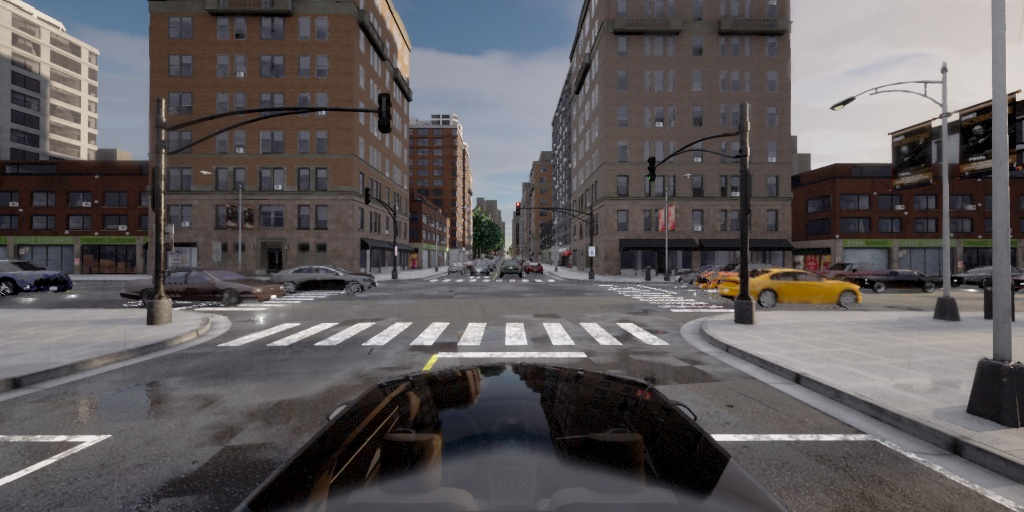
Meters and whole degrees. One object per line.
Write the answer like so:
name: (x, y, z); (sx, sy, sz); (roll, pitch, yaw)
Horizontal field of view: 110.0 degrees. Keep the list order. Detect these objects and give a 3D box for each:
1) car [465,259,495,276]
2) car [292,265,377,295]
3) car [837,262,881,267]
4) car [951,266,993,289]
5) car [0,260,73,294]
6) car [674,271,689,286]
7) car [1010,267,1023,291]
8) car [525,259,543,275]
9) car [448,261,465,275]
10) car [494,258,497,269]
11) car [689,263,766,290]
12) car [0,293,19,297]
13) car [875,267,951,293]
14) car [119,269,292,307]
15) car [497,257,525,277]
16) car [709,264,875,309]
car: (-3.268, 1.267, 37.591); (2.128, 1.511, 4.902); (0, 0, 0)
car: (-9.526, 1.199, 18.306); (4.902, 1.511, 2.128); (0, 0, -12)
car: (22.885, 1.249, 24.486); (4.553, 1.767, 2.097); (0, 0, -1)
car: (32.769, 1.447, 24.556); (4.892, 1.490, 1.837); (0, 0, 0)
car: (-24.534, 0.990, 17.415); (4.553, 1.767, 2.097); (0, 0, -1)
car: (13.691, 1.347, 24.431); (4.902, 1.511, 2.128); (0, 0, 0)
car: (32.316, 1.478, 21.303); (4.181, 1.385, 1.994); (0, 0, -1)
car: (2.461, 1.324, 39.940); (1.888, 1.381, 4.507); (0, 0, -1)
car: (-6.064, 1.329, 39.847); (2.007, 1.370, 4.403); (0, 0, -1)
car: (-3.376, 1.339, 47.395); (2.033, 1.411, 5.357); (0, 0, -1)
car: (13.391, 1.181, 21.163); (4.553, 1.767, 2.097); (0, 0, 0)
car: (-5.855, 1.190, 1.486); (1.967, 1.591, 4.097); (0, 0, 0)
car: (22.377, 1.470, 21.232); (4.718, 1.301, 1.895); (0, 0, -1)
car: (-12.156, 1.213, 14.261); (5.357, 1.411, 2.033); (0, 0, 0)
car: (-0.095, 1.125, 35.845); (2.097, 1.767, 4.553); (0, 0, 0)
car: (11.073, 1.242, 14.443); (5.008, 1.535, 1.882); (0, 0, 0)
